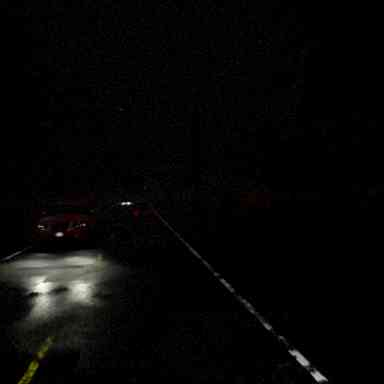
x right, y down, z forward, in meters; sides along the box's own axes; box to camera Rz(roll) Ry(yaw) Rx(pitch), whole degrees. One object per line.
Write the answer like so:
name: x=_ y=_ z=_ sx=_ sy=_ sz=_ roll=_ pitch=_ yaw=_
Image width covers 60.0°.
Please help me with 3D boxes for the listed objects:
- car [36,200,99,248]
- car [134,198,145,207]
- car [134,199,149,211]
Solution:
car: x=-6.032 y=1.461 z=16.741 sx=2.150 sy=2.045 sz=5.566 roll=-2 pitch=0 yaw=-9
car: x=-10.296 y=2.024 z=65.369 sx=2.033 sy=1.411 sz=5.357 roll=-2 pitch=0 yaw=-9
car: x=-7.378 y=1.872 z=47.913 sx=1.812 sy=1.442 sz=4.674 roll=-2 pitch=0 yaw=-9
